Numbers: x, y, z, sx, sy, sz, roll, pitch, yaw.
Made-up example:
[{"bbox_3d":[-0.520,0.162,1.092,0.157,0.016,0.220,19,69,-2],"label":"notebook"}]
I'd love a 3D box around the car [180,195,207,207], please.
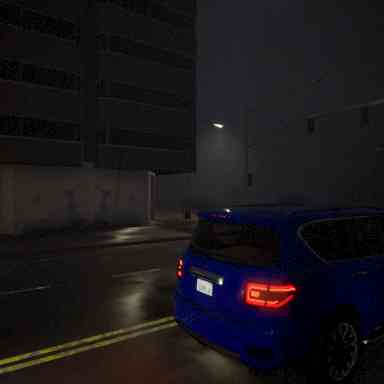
[{"bbox_3d":[0.188,1.352,53.043,2.097,1.767,4.553,0,0,-36],"label":"car"}]

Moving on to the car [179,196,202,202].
[{"bbox_3d":[-0.031,1.491,47.121,2.128,1.511,4.902,0,0,-36],"label":"car"}]

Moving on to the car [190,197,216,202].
[{"bbox_3d":[2.128,1.564,38.211,1.994,1.385,4.181,0,0,-36],"label":"car"}]

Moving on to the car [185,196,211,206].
[{"bbox_3d":[1.029,1.478,57.832,1.882,1.535,5.008,0,0,-36],"label":"car"}]

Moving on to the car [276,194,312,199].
[{"bbox_3d":[10.623,1.221,32.585,2.150,2.045,5.566,0,0,-37],"label":"car"}]

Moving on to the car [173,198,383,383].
[{"bbox_3d":[2.348,1.221,5.483,5.566,2.045,2.150,0,0,-35],"label":"car"}]

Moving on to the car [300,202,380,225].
[{"bbox_3d":[11.260,1.548,25.715,2.033,1.411,5.357,0,0,-36],"label":"car"}]
